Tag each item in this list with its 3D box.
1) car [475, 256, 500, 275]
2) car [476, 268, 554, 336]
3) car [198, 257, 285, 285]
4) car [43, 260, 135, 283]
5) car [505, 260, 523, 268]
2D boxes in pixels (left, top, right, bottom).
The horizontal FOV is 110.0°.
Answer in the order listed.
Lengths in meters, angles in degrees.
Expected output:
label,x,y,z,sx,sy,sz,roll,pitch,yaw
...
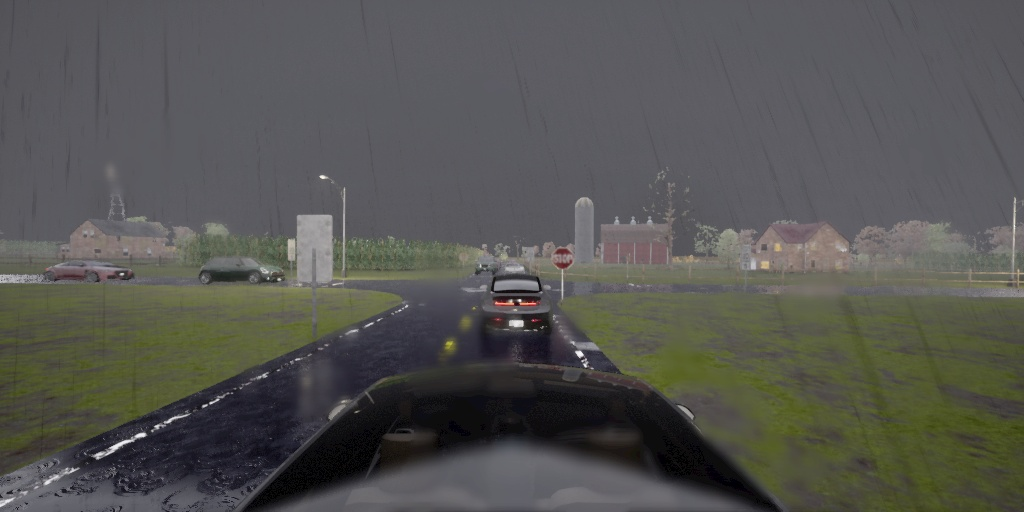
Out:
label,x,y,z,sx,sy,sz,roll,pitch,yaw
car,-2.822,0.990,39.859,2.150,2.045,5.566,0,0,0
car,0.106,1.255,10.383,1.837,1.490,4.892,0,0,0
car,-17.166,0.892,22.993,4.553,1.767,2.097,1,1,0
car,-26.989,0.958,22.969,4.181,1.385,1.994,1,1,0
car,0.243,1.367,37.690,1.895,1.301,4.718,0,0,0
